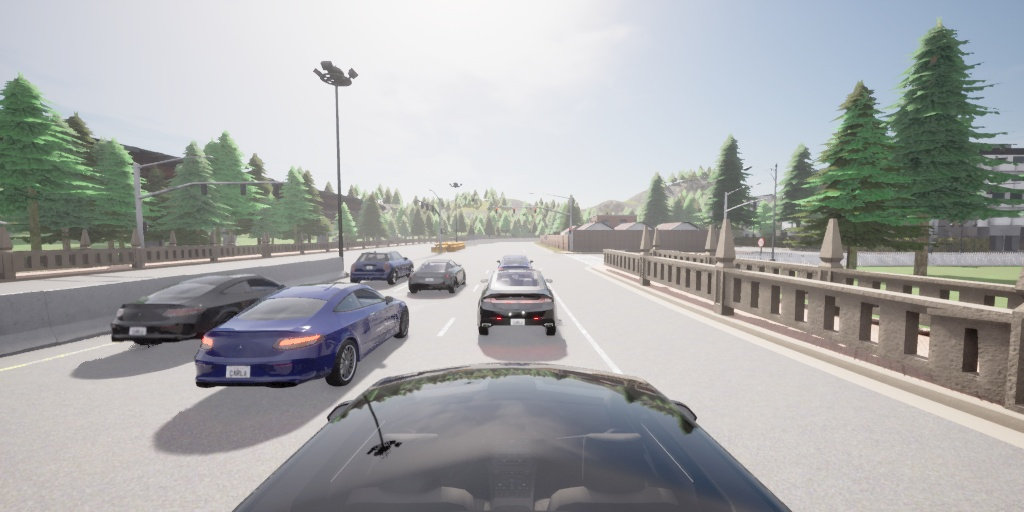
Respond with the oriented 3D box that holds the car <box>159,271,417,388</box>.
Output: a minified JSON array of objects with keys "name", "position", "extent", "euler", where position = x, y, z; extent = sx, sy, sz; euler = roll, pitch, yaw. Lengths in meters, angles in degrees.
[{"name":"car","position":[-3.379,1.214,6.738],"extent":[1.812,1.442,4.674],"euler":[0,1,0]}]

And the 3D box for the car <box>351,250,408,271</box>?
[{"name":"car","position":[-6.831,0.460,19.338],"extent":[2.097,1.767,4.553],"euler":[0,3,0]}]

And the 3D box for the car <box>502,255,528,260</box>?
[{"name":"car","position":[0.167,0.657,18.923],"extent":[1.812,1.442,4.674],"euler":[0,3,0]}]

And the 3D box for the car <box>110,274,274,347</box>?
[{"name":"car","position":[-6.870,1.157,8.903],"extent":[1.812,1.442,4.674],"euler":[0,2,1]}]

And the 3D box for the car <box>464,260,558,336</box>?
[{"name":"car","position":[0.132,1.082,9.924],"extent":[2.128,1.511,4.902],"euler":[0,2,0]}]

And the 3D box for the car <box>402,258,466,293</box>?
[{"name":"car","position":[-3.346,0.823,16.650],"extent":[1.994,1.385,4.181],"euler":[0,3,1]}]
